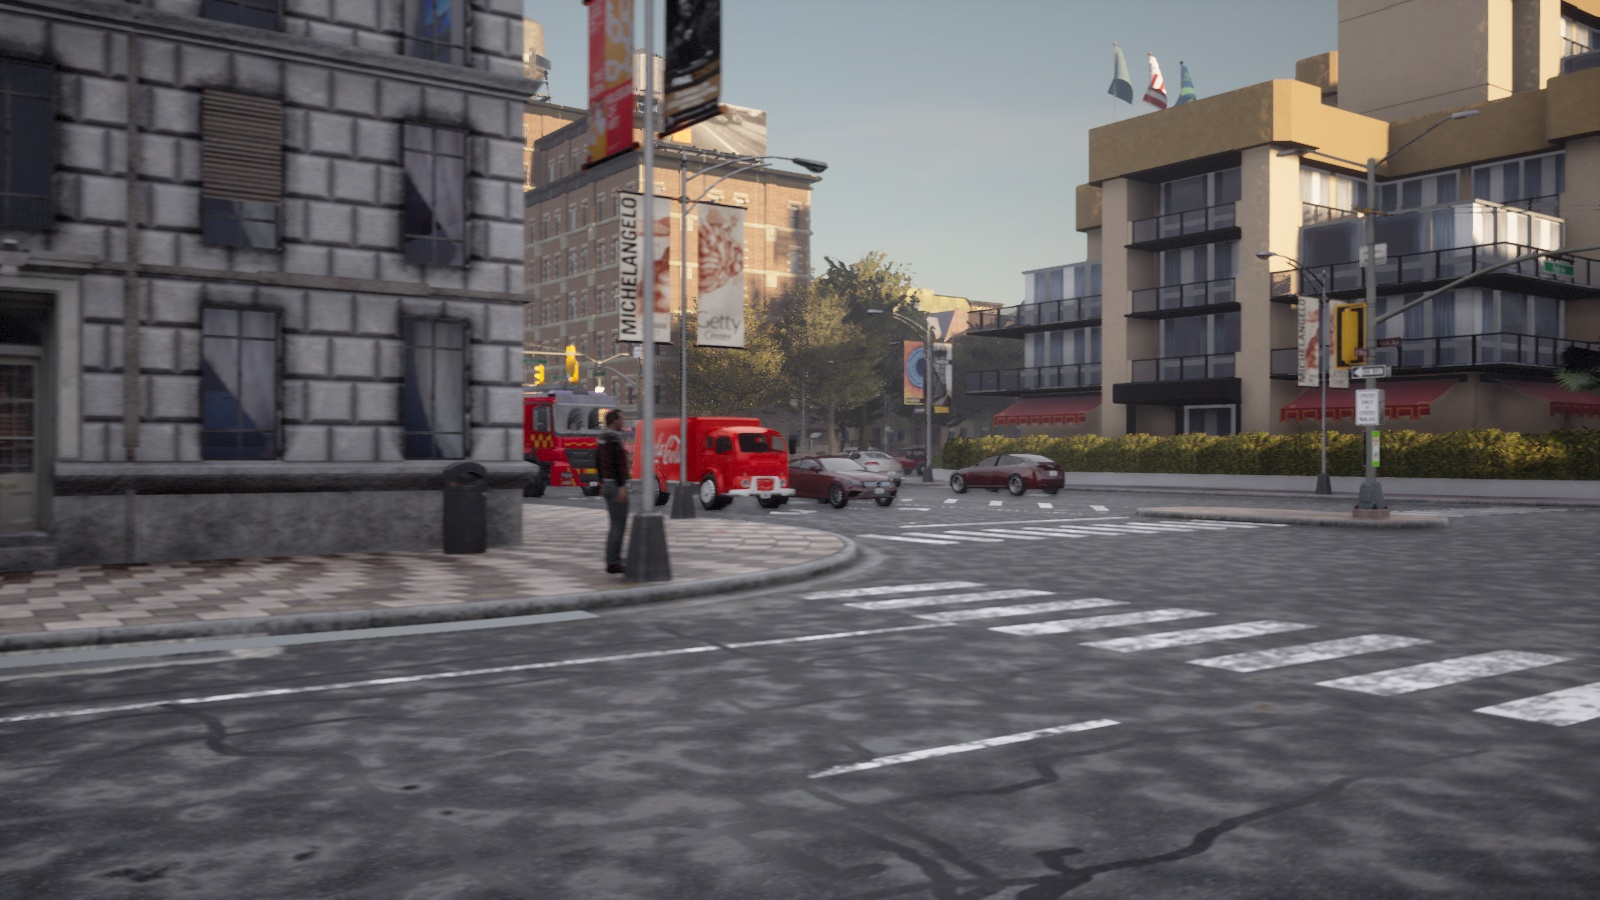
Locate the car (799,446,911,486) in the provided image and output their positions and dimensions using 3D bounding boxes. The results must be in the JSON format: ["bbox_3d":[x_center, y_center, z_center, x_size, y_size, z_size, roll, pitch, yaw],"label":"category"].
[{"bbox_3d":[2.279,0.650,53.735,2.152,1.651,5.027,0,0,-35],"label":"car"}]

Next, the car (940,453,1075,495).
[{"bbox_3d":[7.582,0.842,46.310,2.163,1.488,4.792,0,0,-35],"label":"car"}]

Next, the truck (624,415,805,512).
[{"bbox_3d":[-2.459,0.348,34.536,2.627,2.467,5.204,0,0,-35],"label":"truck"}]

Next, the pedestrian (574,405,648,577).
[{"bbox_3d":[-2.092,0.440,13.885,0.720,1.854,0.376,0,0,-26],"label":"pedestrian"}]

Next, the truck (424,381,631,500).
[{"bbox_3d":[-9.749,-0.291,44.211,8.468,3.827,2.891,0,0,44],"label":"truck"}]

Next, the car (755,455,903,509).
[{"bbox_3d":[0.757,0.857,36.051,1.812,1.442,4.674,0,0,-35],"label":"car"}]

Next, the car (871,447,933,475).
[{"bbox_3d":[6.836,0.732,84.109,3.866,1.878,1.905,0,0,-36],"label":"car"}]
